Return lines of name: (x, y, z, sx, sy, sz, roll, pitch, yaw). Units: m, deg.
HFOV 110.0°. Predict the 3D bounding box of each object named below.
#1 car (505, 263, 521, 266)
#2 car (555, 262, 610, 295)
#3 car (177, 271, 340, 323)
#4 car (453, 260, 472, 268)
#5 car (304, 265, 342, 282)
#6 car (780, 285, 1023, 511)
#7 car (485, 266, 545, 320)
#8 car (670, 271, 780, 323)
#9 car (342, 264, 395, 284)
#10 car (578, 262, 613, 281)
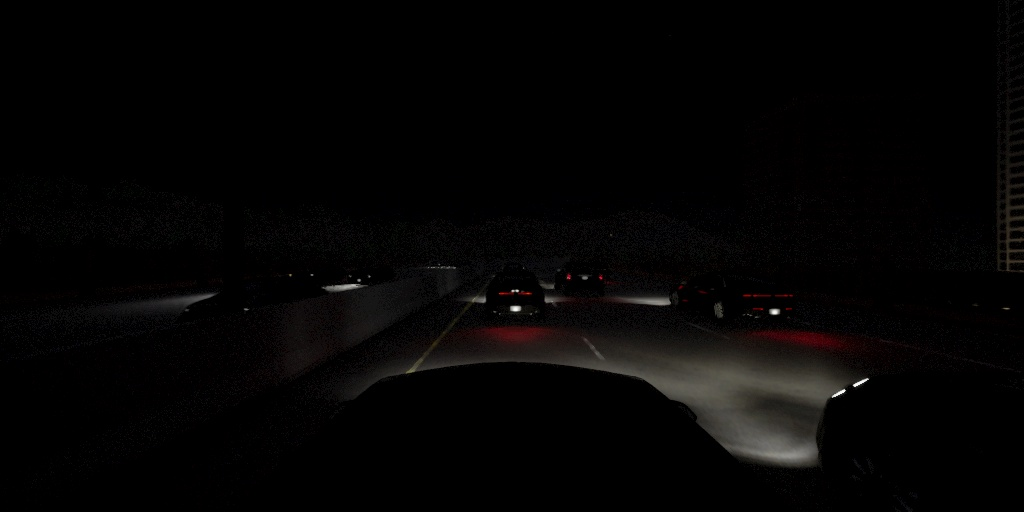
car: (0.113, 1.303, 30.899, 2.033, 1.411, 5.357, 0, 0, 0)
car: (3.607, 1.105, 19.813, 2.097, 1.767, 4.553, 0, 0, 0)
car: (-7.096, 1.316, 10.404, 1.994, 1.385, 4.181, 0, 0, 0)
car: (-7.044, 1.324, 53.244, 1.994, 1.385, 4.181, 0, 0, 0)
car: (-14.088, 1.356, 26.111, 1.895, 1.301, 4.718, 0, 0, 0)
car: (3.599, 1.102, 1.103, 2.097, 1.767, 4.553, 0, 0, 0)
car: (0.105, 1.257, 12.676, 1.837, 1.490, 4.892, 0, 0, 0)
car: (7.106, 1.256, 12.117, 1.837, 1.490, 4.892, 0, 0, 0)
car: (-10.588, 1.303, 27.491, 2.033, 1.411, 5.357, 0, 0, 0)
car: (7.113, 1.260, 31.087, 1.837, 1.490, 4.892, 0, 0, 0)
